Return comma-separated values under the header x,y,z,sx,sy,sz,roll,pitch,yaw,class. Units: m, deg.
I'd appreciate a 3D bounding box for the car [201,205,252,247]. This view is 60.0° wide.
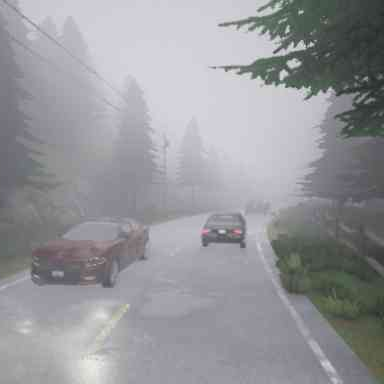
x,y,z,sx,sy,sz,roll,pitch,yaw,class
1.570,1.567,15.207,2.033,1.411,5.357,0,0,10,car

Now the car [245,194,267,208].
x,y,z,sx,sy,sz,roll,pitch,yaw,class
9.893,1.311,50.824,2.150,2.045,5.566,0,0,23,car

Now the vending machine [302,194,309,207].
x,y,z,sx,sy,sz,roll,pitch,yaw,class
18.663,1.331,54.704,1.100,2.100,0.880,0,0,23,vending machine

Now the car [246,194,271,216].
x,y,z,sx,sy,sz,roll,pitch,yaw,class
6.867,1.413,34.197,2.097,1.767,4.553,0,0,20,car

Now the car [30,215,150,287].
x,y,z,sx,sy,sz,roll,pitch,yaw,class
-2.566,1.472,9.563,1.882,1.535,5.008,0,0,7,car
